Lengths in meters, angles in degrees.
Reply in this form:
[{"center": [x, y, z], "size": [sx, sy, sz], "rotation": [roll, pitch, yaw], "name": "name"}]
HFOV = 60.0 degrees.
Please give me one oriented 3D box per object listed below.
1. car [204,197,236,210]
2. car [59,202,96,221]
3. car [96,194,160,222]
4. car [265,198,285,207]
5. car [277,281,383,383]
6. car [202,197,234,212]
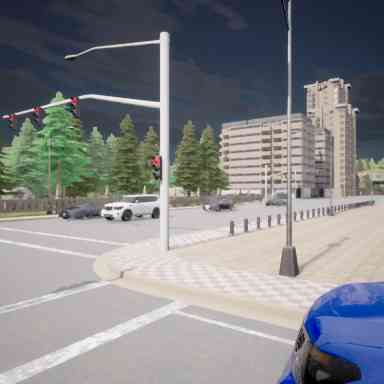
[{"center": [3.862, 1.491, 45.251], "size": [2.128, 1.511, 4.902], "rotation": [0, 0, 36], "name": "car"}, {"center": [-8.787, 1.564, 27.543], "size": [1.994, 1.385, 4.181], "rotation": [0, 0, 35], "name": "car"}, {"center": [-4.720, 1.221, 27.217], "size": [2.150, 2.045, 5.566], "rotation": [0, 0, 35], "name": "car"}, {"center": [13.065, 1.565, 51.994], "size": [1.994, 1.385, 4.181], "rotation": [0, 0, 36], "name": "car"}, {"center": [3.280, 1.221, 1.626], "size": [5.566, 2.045, 2.150], "rotation": [0, 0, 36], "name": "car"}, {"center": [3.061, 1.492, 38.119], "size": [2.128, 1.511, 4.902], "rotation": [0, 0, 36], "name": "car"}]
